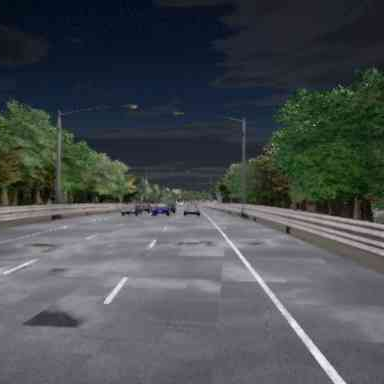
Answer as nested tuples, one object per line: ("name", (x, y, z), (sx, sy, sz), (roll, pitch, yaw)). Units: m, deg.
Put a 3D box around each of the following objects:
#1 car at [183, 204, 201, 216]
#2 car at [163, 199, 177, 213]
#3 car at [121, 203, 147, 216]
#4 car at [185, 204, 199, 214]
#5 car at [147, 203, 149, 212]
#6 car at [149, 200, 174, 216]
("car", (-0.008, 2.136, 39.487), (1.994, 1.385, 4.181), (0, -2, 0))
("car", (-3.509, 2.135, 49.758), (2.150, 2.045, 5.566), (0, -2, 0))
("car", (-7.008, 2.106, 39.109), (2.033, 1.411, 5.357), (0, -2, 0))
("car", (-0.003, 2.493, 50.172), (1.994, 1.385, 4.181), (0, -2, 0))
("car", (-7.004, 2.432, 50.107), (1.837, 1.490, 4.892), (0, -2, 0))
("car", (-3.508, 2.037, 39.113), (1.882, 1.535, 5.008), (0, -2, 0))
